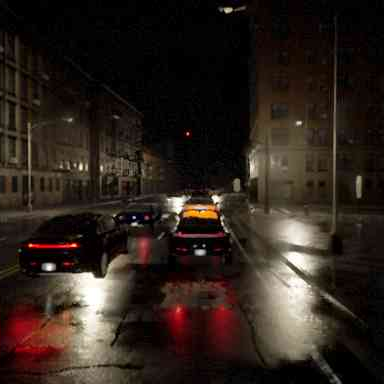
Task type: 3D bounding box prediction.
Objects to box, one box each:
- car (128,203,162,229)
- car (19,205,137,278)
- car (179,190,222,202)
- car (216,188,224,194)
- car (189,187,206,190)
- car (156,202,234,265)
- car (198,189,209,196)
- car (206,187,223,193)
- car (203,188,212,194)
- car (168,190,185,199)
[{"bbox_3d":[-2.758,1.262,18.657,1.895,1.301,4.718,0,1,2],"label":"car"},{"bbox_3d":[-3.013,1.329,9.527,1.837,1.490,4.892,0,1,1],"label":"car"},{"bbox_3d":[0.556,0.989,20.037,2.097,1.767,4.553,0,1,2],"label":"car"},{"bbox_3d":[7.331,-0.239,86.592,1.812,1.442,4.674,0,1,8],"label":"car"},{"bbox_3d":[1.403,-0.074,67.563,2.150,2.045,5.566,0,1,8],"label":"car"},{"bbox_3d":[0.256,1.292,10.924,2.128,1.511,4.902,0,1,1],"label":"car"},{"bbox_3d":[2.787,0.038,77.532,2.033,1.411,5.357,0,1,8],"label":"car"},{"bbox_3d":[4.546,-0.053,66.537,2.150,2.045,5.566,0,1,8],"label":"car"},{"bbox_3d":[4.112,-0.272,87.040,1.837,1.490,4.892,0,1,8],"label":"car"},{"bbox_3d":[-3.012,0.410,58.915,1.812,1.442,4.674,0,1,7],"label":"car"}]
